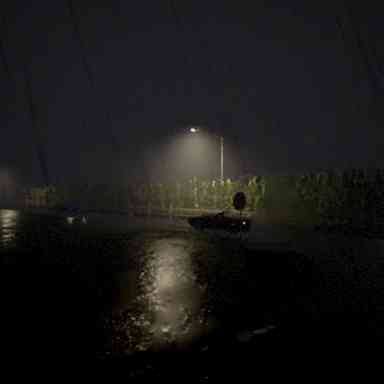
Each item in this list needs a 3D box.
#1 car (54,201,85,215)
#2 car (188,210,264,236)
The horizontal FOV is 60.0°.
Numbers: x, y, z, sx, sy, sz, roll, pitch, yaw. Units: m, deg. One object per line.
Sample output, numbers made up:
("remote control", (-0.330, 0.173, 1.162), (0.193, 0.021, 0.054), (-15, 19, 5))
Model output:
("car", (-13.841, 1.763, 37.558), (1.882, 1.535, 5.008), (2, -2, -43))
("car", (1.936, 1.767, 19.784), (1.895, 1.301, 4.718), (1, -1, -40))
